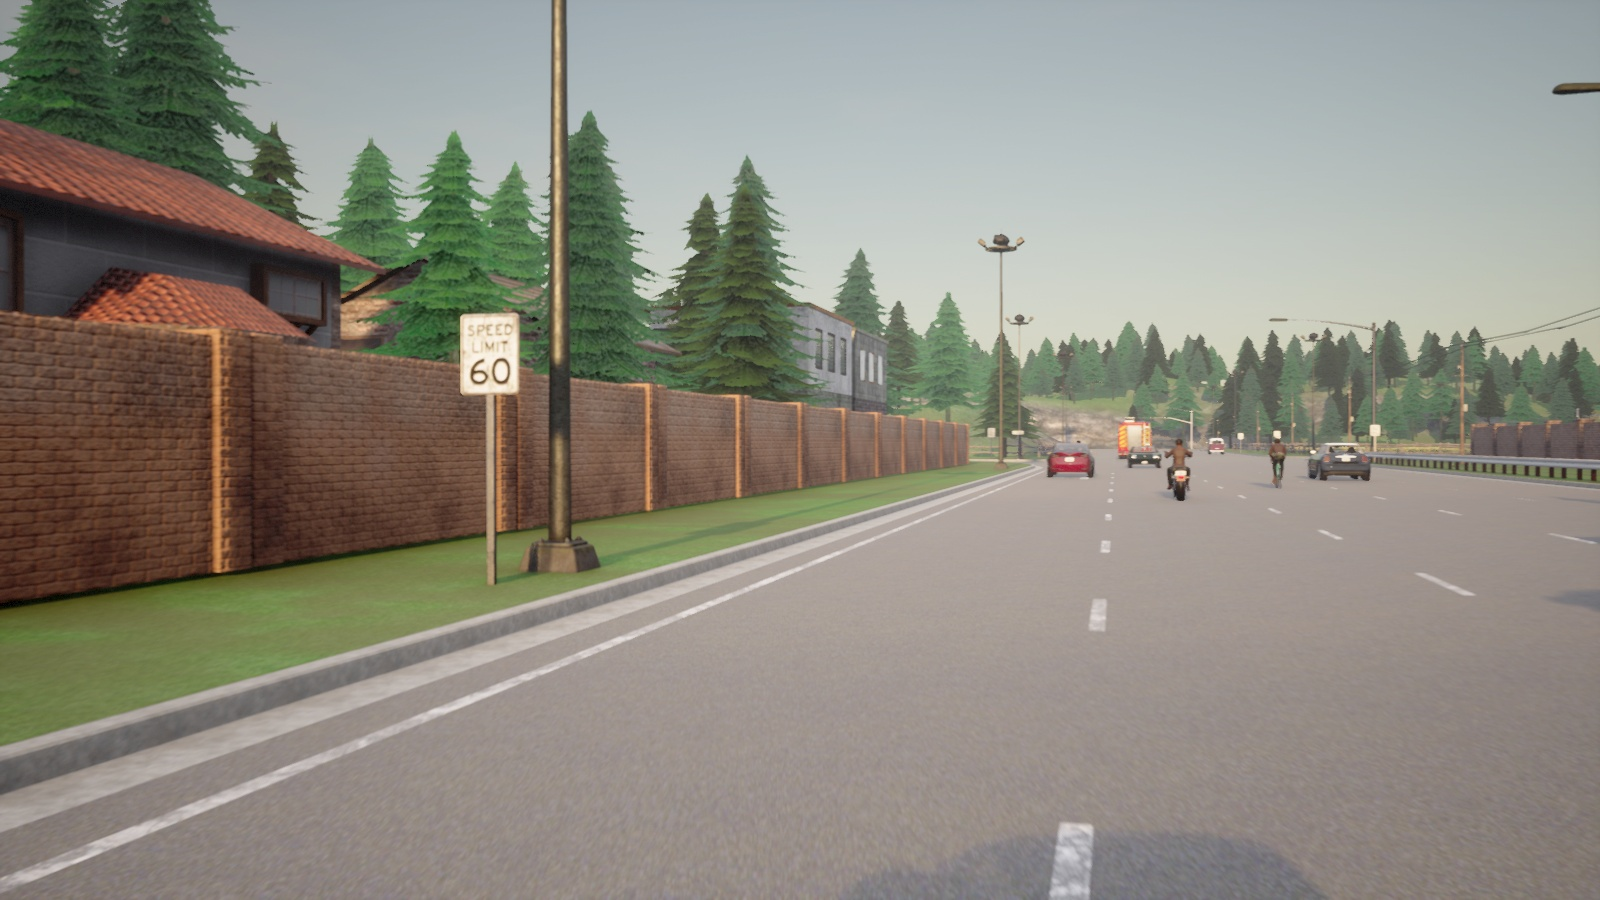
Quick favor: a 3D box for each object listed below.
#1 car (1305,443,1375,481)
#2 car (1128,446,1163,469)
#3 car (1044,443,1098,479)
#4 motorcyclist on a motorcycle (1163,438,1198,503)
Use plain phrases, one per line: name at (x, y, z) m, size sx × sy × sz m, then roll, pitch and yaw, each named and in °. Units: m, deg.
car at (21.537, 0.447, 50.195) m, size 1.970 × 1.475 × 3.806 m, roll 0°, pitch 0°, yaw 14°
car at (20.439, 0.445, 74.488) m, size 1.895 × 1.301 × 4.718 m, roll 0°, pitch 0°, yaw 14°
car at (11.967, 0.446, 55.190) m, size 2.163 × 1.488 × 4.792 m, roll 0°, pitch 0°, yaw 14°
motorcyclist on a motorcycle at (10.003, 0.519, 33.072) m, size 0.766 × 1.649 × 2.350 m, roll 0°, pitch 0°, yaw 14°
